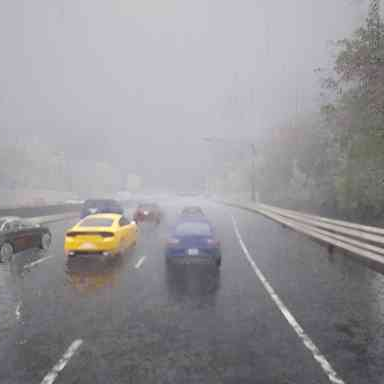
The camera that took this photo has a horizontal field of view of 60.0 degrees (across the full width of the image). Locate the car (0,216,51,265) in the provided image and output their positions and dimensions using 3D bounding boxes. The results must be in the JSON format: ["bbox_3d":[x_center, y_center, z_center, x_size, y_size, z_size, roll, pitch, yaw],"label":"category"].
[{"bbox_3d":[-6.955,1.632,12.312,2.128,1.511,4.902,0,-1,1],"label":"car"}]

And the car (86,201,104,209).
[{"bbox_3d":[-17.532,2.282,60.162,1.994,1.385,4.181,0,-1,1],"label":"car"}]

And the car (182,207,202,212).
[{"bbox_3d":[0.026,1.836,25.157,2.033,1.411,5.357,0,-1,1],"label":"car"}]

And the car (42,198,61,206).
[{"bbox_3d":[-24.523,2.219,59.914,1.837,1.490,4.892,0,0,1],"label":"car"}]

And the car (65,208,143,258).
[{"bbox_3d":[-3.446,1.631,13.504,1.882,1.535,5.008,0,0,0],"label":"car"}]

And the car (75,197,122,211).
[{"bbox_3d":[-6.964,1.524,26.243,2.150,2.045,5.566,0,0,1],"label":"car"}]

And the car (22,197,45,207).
[{"bbox_3d":[-28.017,1.932,59.427,2.150,2.045,5.566,0,-1,0],"label":"car"}]

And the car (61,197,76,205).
[{"bbox_3d":[-21.022,1.937,59.965,2.150,2.045,5.566,0,-1,1],"label":"car"}]

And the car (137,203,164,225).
[{"bbox_3d":[-3.456,1.664,27.217,2.097,1.767,4.553,0,-1,0],"label":"car"}]

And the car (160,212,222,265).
[{"bbox_3d":[0.044,1.665,12.190,1.812,1.442,4.674,0,-1,0],"label":"car"}]
